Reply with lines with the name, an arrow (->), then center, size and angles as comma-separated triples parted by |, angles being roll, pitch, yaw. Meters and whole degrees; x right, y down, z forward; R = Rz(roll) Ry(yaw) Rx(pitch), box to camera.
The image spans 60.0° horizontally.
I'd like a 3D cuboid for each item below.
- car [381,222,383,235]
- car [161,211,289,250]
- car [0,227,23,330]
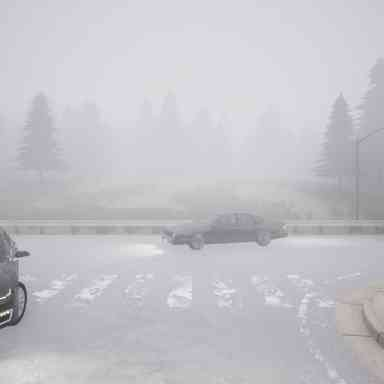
car -> 11.239, 1.492, 15.089 | 4.902, 1.511, 2.128 | 0, 0, 0
car -> 1.460, 1.547, 14.211 | 5.357, 1.411, 2.033 | 0, 0, -20
car -> -4.457, 1.505, 6.571 | 1.837, 1.490, 4.892 | 0, 0, -28
